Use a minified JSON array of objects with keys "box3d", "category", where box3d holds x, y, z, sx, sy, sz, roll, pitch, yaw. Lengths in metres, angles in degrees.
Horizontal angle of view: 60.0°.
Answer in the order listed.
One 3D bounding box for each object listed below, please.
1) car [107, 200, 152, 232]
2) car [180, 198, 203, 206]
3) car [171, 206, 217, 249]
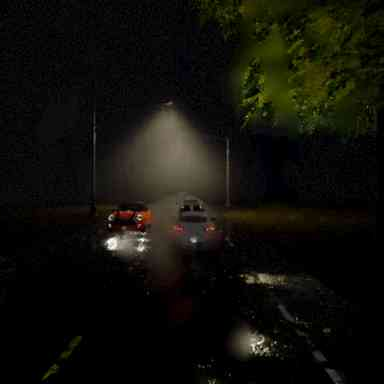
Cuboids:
[{"box3d":[-3.662,1.386,20.145,2.097,1.767,4.553,0,0,0],"category":"car"},{"box3d":[-0.042,1.364,31.218,2.097,1.767,4.553,0,0,0],"category":"car"},{"box3d":[0.066,1.554,14.606,1.812,1.442,4.674,0,0,0],"category":"car"}]
